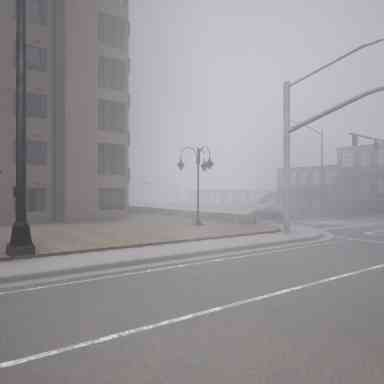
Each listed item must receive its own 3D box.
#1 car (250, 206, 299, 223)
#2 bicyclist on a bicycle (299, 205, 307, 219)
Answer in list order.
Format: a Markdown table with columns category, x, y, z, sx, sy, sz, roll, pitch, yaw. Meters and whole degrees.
| category | x | y | z | sx | sy | sz | roll | pitch | yaw |
| --- | --- | --- | --- | --- | --- | --- | --- | --- | --- |
| car | 7.434 | 2.065 | 30.471 | 2.128 | 1.511 | 4.902 | 0 | -5 | -36 |
| bicyclist on a bicycle | 13.543 | 2.464 | 40.664 | 1.656 | 1.620 | 0.582 | 0 | -8 | -35 |
